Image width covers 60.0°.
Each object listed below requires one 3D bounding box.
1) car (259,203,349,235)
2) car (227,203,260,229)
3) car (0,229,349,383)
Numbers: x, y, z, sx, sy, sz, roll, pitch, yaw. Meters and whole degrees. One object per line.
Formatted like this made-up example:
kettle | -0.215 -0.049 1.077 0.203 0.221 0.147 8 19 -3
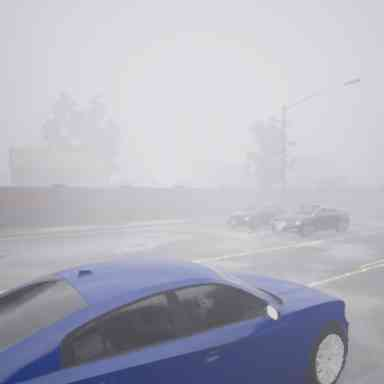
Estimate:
car | 6.051 1.374 16.904 4.902 1.511 2.128 -1 1 -35
car | 4.240 1.405 19.912 4.674 1.442 1.812 -1 1 -35
car | -0.301 1.471 3.552 5.008 1.535 1.882 -1 0 -35
